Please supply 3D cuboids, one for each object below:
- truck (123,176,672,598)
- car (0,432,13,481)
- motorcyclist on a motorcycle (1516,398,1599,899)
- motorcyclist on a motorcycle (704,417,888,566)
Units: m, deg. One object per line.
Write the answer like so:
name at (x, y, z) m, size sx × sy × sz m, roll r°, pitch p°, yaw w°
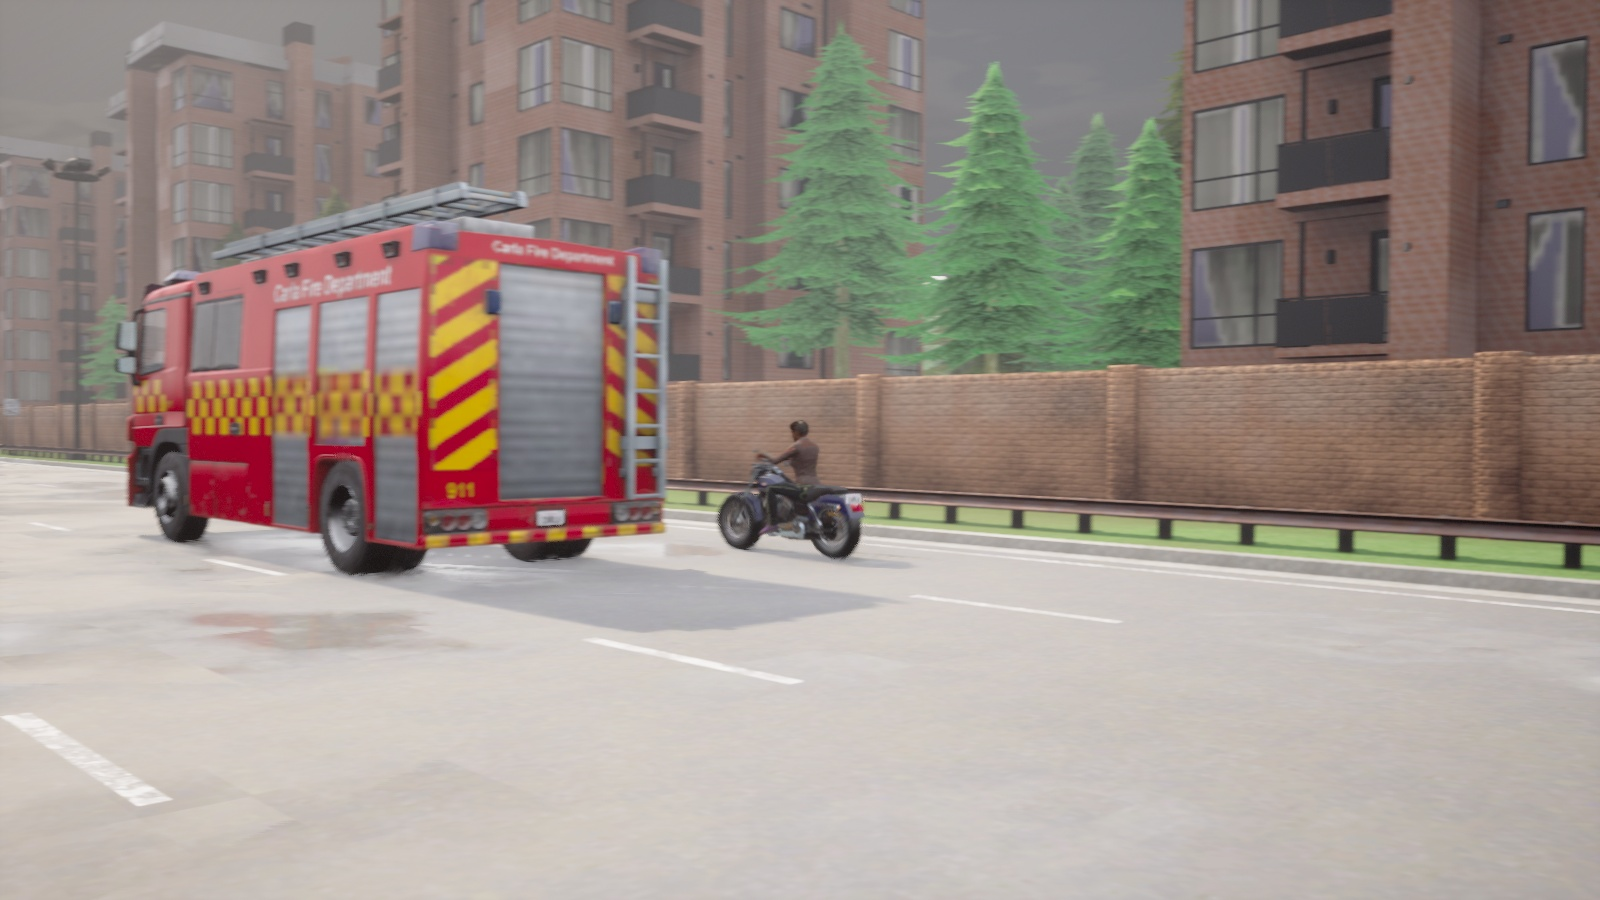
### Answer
truck at (-5.385, -0.603, 15.434) m, size 2.891 × 3.827 × 8.468 m, roll -1°, pitch 1°, yaw -44°
car at (-31.172, 0.249, 46.894) m, size 2.097 × 1.767 × 4.553 m, roll -1°, pitch 1°, yaw -44°
motorcyclist on a motorcycle at (2.571, 0.648, 2.303) m, size 0.797 × 1.523 × 2.044 m, roll -1°, pitch 1°, yaw -44°
motorcyclist on a motorcycle at (-0.088, 0.457, 15.047) m, size 0.766 × 1.649 × 2.350 m, roll -1°, pitch 1°, yaw -44°
